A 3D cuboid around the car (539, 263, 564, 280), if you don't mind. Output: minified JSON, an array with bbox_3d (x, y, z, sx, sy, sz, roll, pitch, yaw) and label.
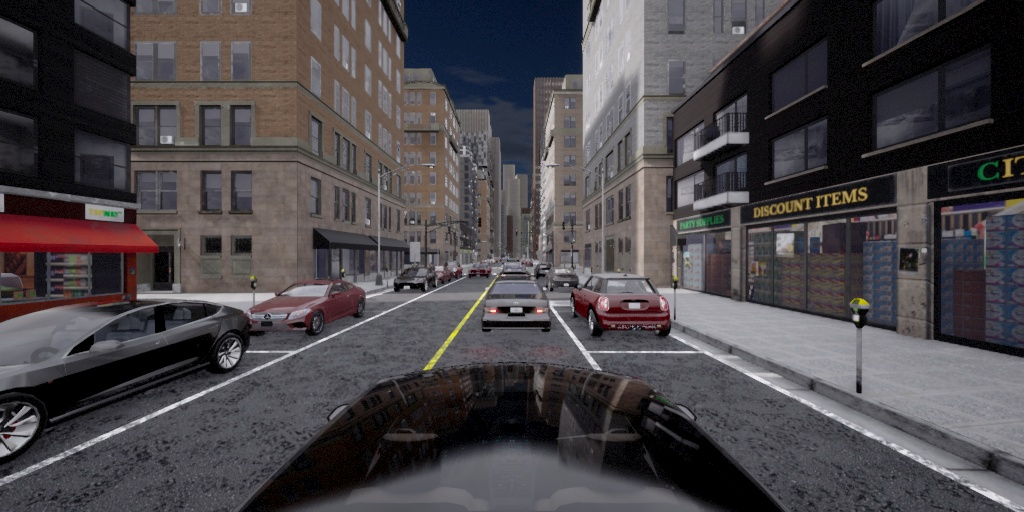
[{"bbox_3d":[2.907,1.301,21.340,2.007,1.370,4.403,0,0,0],"label":"car"}]

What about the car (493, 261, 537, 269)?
[{"bbox_3d":[0.149,1.242,21.334,2.128,1.511,4.902,0,0,0],"label":"car"}]

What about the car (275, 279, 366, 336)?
[{"bbox_3d":[-5.648,1.331,10.361,1.802,1.307,4.207,0,0,0],"label":"car"}]

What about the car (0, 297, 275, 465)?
[{"bbox_3d":[-5.663,1.315,4.859,1.948,1.339,4.313,0,0,0],"label":"car"}]

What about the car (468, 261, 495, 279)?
[{"bbox_3d":[-2.918,1.355,33.096,1.895,1.301,4.718,0,0,0],"label":"car"}]

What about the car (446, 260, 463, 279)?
[{"bbox_3d":[-5.588,1.192,32.366,1.967,1.591,4.097,0,0,0],"label":"car"}]

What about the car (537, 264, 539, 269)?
[{"bbox_3d":[2.937,1.318,32.342,1.948,1.339,4.313,0,0,0],"label":"car"}]

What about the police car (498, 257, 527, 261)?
[{"bbox_3d":[0.076,1.177,31.353,1.930,1.638,5.238,0,0,0],"label":"police car"}]

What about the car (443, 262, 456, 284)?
[{"bbox_3d":[-5.604,1.333,26.864,1.802,1.307,4.207,0,0,0],"label":"car"}]

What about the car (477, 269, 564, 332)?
[{"bbox_3d":[0.119,1.297,10.811,2.033,1.411,5.357,0,0,0],"label":"car"}]

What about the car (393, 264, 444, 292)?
[{"bbox_3d":[-5.618,1.316,21.363,1.948,1.339,4.313,0,0,0],"label":"car"}]

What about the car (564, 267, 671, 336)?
[{"bbox_3d":[2.878,1.189,10.337,1.967,1.591,4.097,0,0,0],"label":"car"}]
